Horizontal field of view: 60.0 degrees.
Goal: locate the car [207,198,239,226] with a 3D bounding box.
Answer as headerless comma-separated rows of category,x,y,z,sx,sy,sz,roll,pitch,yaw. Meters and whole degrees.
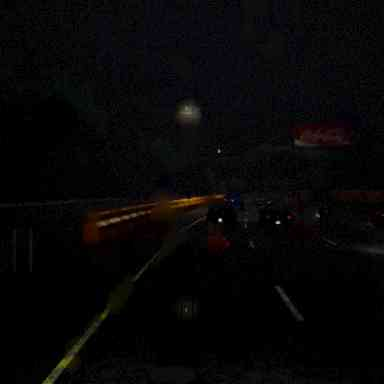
car,2.087,1.432,22.716,1.837,1.490,4.892,0,1,9

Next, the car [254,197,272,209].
car,8.484,1.371,39.630,2.128,1.511,4.902,0,0,10

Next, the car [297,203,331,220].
car,9.923,1.525,27.460,1.895,1.301,4.718,0,0,10

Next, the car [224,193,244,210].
car,5.025,1.092,40.156,2.150,2.045,5.566,0,0,10

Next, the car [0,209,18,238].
car,-9.745,1.430,14.579,2.128,1.511,4.902,0,0,6

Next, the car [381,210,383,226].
car,7.561,1.487,9.330,1.837,1.490,4.892,0,0,4

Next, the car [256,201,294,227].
car,5.501,1.535,22.124,1.895,1.301,4.718,0,0,9

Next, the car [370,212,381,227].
car,12.091,1.504,19.075,2.033,1.411,5.357,0,0,8
